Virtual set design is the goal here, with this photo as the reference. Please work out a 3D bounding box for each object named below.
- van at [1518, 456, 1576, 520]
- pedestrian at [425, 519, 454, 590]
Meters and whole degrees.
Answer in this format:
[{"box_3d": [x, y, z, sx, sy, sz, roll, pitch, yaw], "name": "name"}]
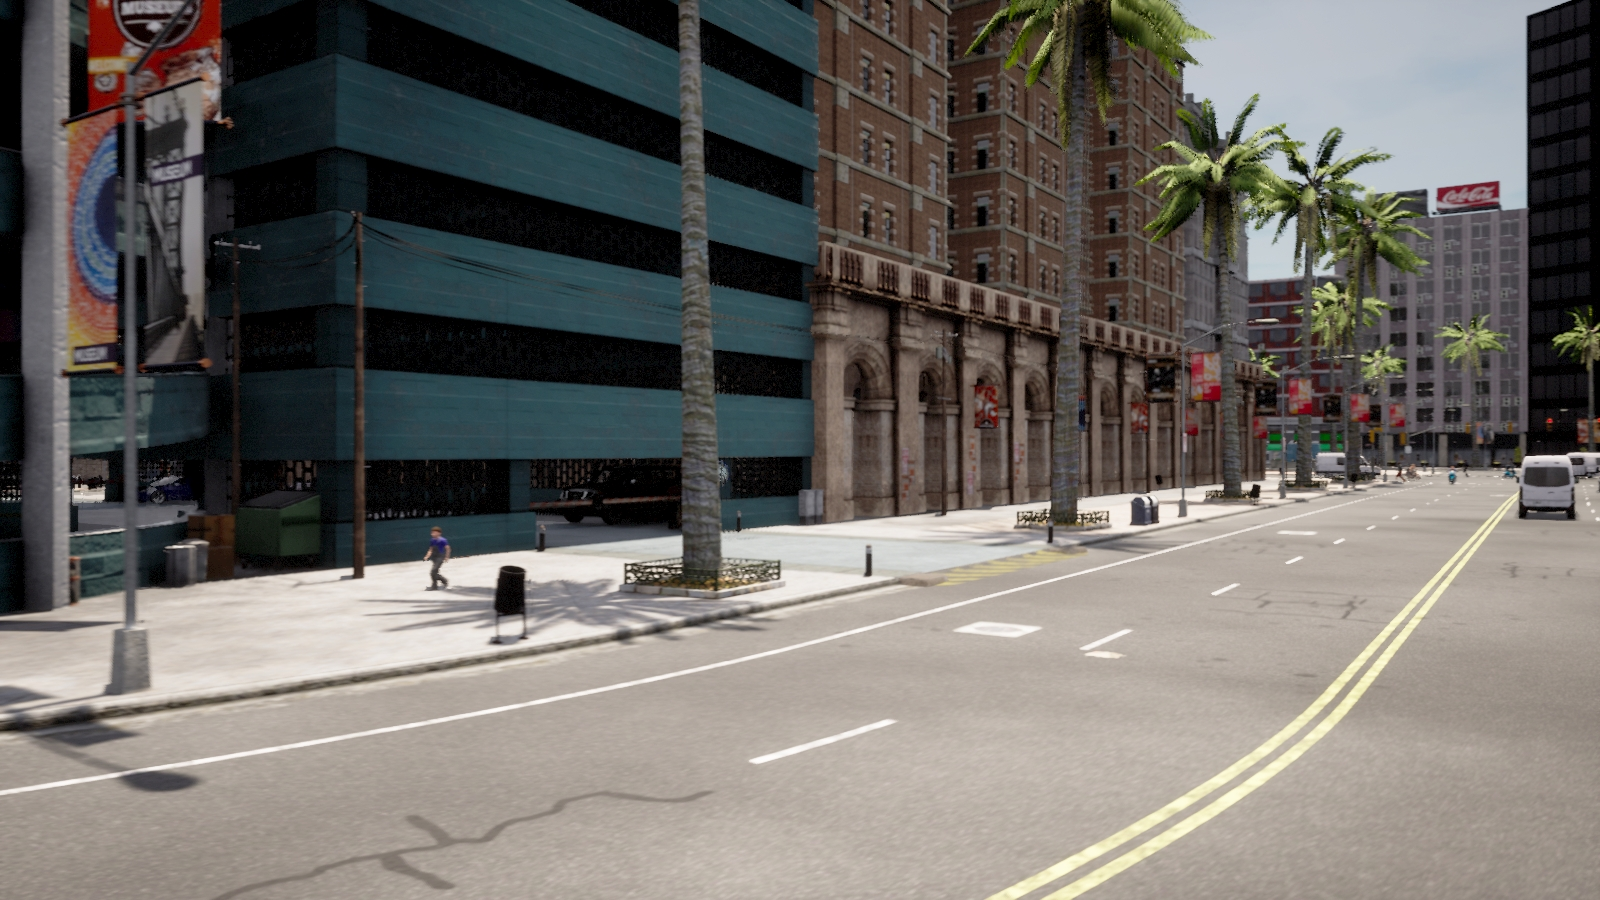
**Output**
[{"box_3d": [31.964, 1.542, 48.893, 1.988, 2.561, 5.915, 0, 0, 33], "name": "van"}, {"box_3d": [-6.844, 1.986, 21.715, 0.375, 1.300, 0.375, 0, 0, 35], "name": "pedestrian"}]
